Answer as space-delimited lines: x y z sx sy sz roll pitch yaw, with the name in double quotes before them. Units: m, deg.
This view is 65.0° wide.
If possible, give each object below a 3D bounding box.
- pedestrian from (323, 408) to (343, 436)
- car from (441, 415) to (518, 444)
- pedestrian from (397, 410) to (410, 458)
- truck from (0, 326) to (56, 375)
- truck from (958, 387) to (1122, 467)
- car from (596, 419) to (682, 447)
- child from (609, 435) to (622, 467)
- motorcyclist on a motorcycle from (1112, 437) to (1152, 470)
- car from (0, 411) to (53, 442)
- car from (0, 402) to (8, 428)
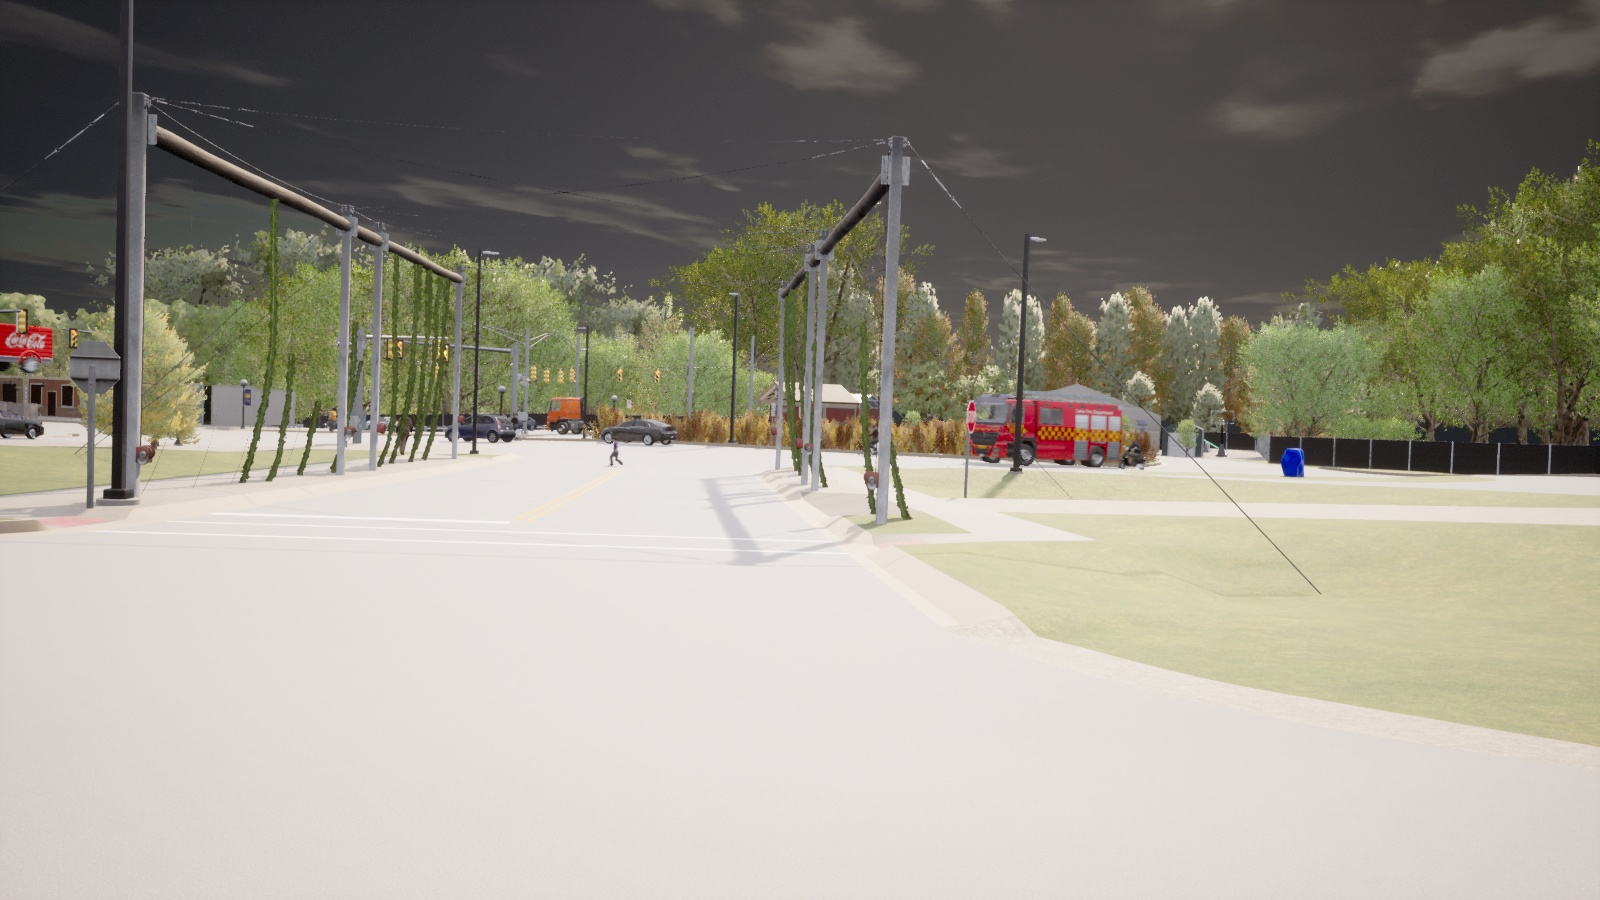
"pedestrian" -32.584 -1.962 87.670 0.900 1.855 0.874 3 3 27
"car" -18.548 -1.213 72.722 3.988 1.617 1.851 1 2 20
"pedestrian" -15.971 -0.646 50.589 0.396 1.930 0.692 2 2 -11
"truck" -43.558 -5.456 67.793 2.627 2.467 5.204 5 3 21
"truck" 12.565 -1.145 65.356 8.468 3.827 2.891 1 2 -32
"car" -9.370 -1.017 72.964 4.892 1.490 1.837 2 3 31
"child" -7.451 0.043 50.795 0.437 1.263 0.270 2 2 6
"motorcyclist on a motorcycle" 16.994 0.160 64.271 1.817 1.590 0.866 2 3 -29
"car" -39.783 -1.177 61.958 2.128 1.511 4.902 2 1 16
"car" -53.718 -2.290 80.730 5.027 1.651 2.152 2 2 21
